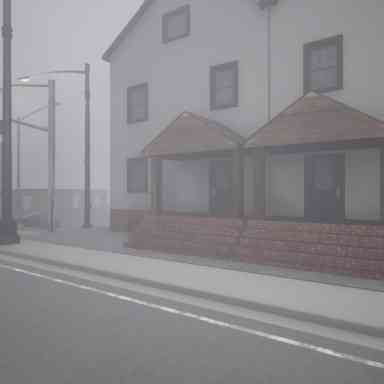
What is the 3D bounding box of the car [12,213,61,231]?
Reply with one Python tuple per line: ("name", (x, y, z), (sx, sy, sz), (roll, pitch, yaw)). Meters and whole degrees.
("car", (-13.842, 2.562, 28.830), (1.837, 1.490, 4.892), (0, -8, 36))
